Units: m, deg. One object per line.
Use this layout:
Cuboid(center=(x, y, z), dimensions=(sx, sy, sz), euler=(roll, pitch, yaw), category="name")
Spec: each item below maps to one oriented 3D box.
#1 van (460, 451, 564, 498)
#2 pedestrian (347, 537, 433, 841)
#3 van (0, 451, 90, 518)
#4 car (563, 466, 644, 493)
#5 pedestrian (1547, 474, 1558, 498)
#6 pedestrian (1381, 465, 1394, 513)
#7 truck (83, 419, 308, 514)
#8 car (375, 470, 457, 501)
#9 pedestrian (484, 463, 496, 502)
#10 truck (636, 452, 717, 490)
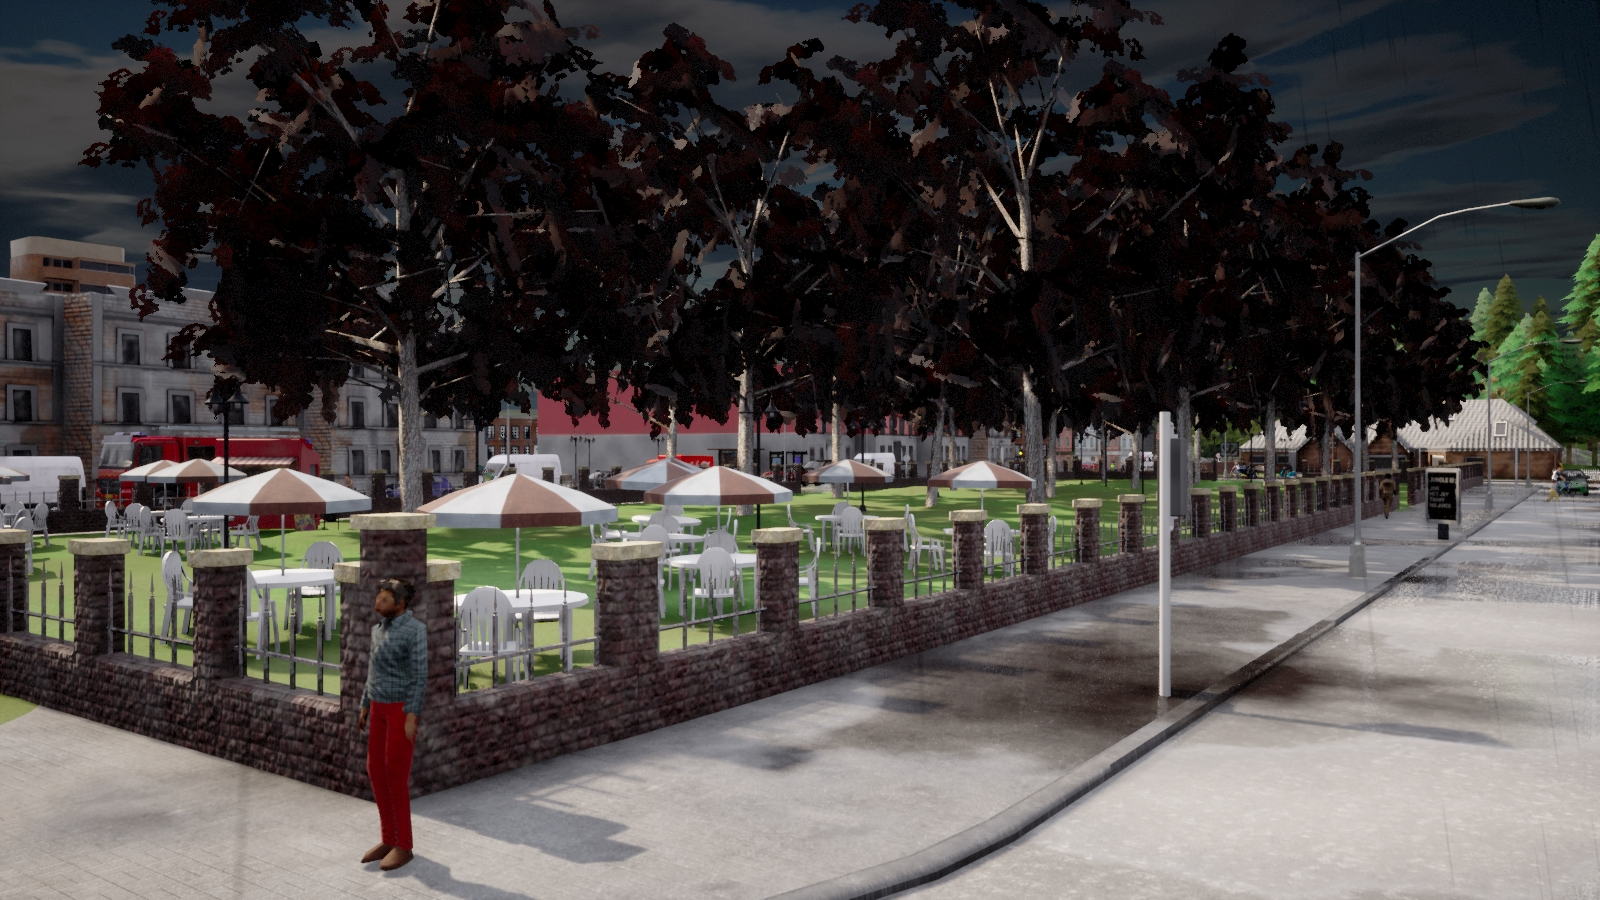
Cuboid(center=(-16.329, 1.314, 65.083), dimensions=(1.988, 2.561, 5.915), euler=(0, 0, 35), category="van")
Cuboid(center=(-2.655, 1.517, 7.406), dimensions=(0.375, 1.860, 0.375), euler=(0, 0, 36), category="pedestrian")
Cuboid(center=(-31.021, 1.314, 44.007), dimensions=(1.988, 2.561, 5.915), euler=(0, 0, 35), category="van")
Cuboid(center=(-12.166, 1.814, 71.050), dimensions=(2.097, 1.535, 5.006), euler=(0, 0, 35), category="car")
Cuboid(center=(40.058, 1.908, 60.830), dimensions=(0.375, 1.300, 0.375), euler=(0, 0, -34), category="pedestrian")
Cuboid(center=(22.900, 1.525, 44.528), dimensions=(0.375, 1.860, 0.375), euler=(0, 0, 35), category="pedestrian")
Cuboid(center=(-26.598, 0.670, 50.778), dimensions=(2.891, 3.827, 8.468), euler=(0, 0, 35), category="truck")
Cuboid(center=(-20.045, 1.818, 59.739), dimensions=(1.845, 1.501, 3.633), euler=(0, 0, 35), category="car")
Cuboid(center=(-14.577, 1.523, 53.677), dimensions=(0.375, 1.860, 0.375), euler=(0, 0, 30), category="pedestrian")
Cuboid(center=(-8.233, 1.348, 76.671), dimensions=(2.627, 2.467, 5.204), euler=(0, 0, 35), category="truck")
